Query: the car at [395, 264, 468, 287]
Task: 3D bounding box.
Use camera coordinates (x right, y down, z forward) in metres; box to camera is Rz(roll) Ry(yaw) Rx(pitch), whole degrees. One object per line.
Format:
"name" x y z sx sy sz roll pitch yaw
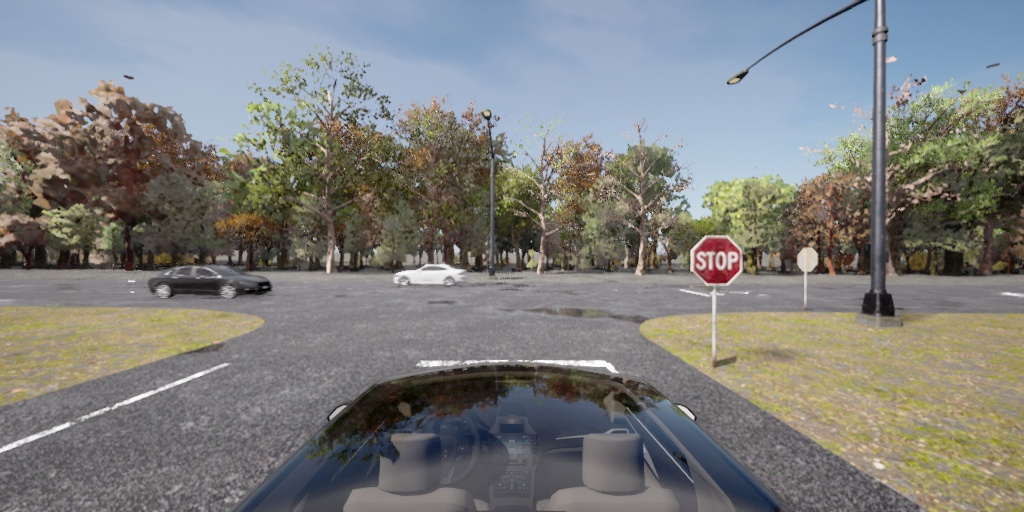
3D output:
"car" -5.207 1.238 23.321 4.674 1.442 1.812 0 0 0

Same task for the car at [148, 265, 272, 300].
"car" -13.712 1.158 16.420 4.892 1.490 1.837 0 0 1
